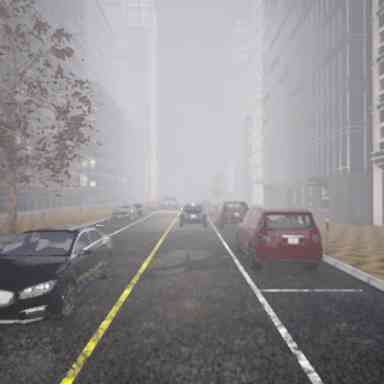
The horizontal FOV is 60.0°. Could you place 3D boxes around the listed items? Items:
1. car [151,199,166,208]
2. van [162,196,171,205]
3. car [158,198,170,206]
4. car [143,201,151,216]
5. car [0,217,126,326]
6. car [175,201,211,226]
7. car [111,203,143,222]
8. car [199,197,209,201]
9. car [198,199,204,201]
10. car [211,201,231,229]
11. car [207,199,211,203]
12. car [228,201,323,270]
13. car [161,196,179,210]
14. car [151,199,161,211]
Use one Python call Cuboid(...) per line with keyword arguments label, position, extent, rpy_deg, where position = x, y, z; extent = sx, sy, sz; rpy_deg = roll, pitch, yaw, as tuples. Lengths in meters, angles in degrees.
Cuboid(label="car", position=(-5.693, 1.958, 56.785), extent=(2.008, 1.369, 4.403), rpy_deg=(0, 0, 0))
Cuboid(label="van", position=(-5.694, 1.862, 73.863), extent=(1.690, 1.788, 3.998), rpy_deg=(0, 0, 0))
Cuboid(label="car", position=(-5.694, 2.028, 68.169), extent=(1.887, 1.381, 4.507), rpy_deg=(0, 0, 0))
Cuboid(label="car", position=(-5.691, 1.818, 34.017), extent=(1.947, 1.339, 4.313), rpy_deg=(0, 0, 0))
Cuboid(label="car", position=(-3.101, 1.549, 7.458), extent=(2.128, 1.511, 4.902), rpy_deg=(0, 0, 0))
Cuboid(label="car", position=(0.098, 1.689, 24.826), extent=(2.163, 1.488, 4.792), rpy_deg=(0, 0, 0))
Cuboid(label="car", position=(-5.690, 1.762, 28.324), extent=(2.008, 1.369, 4.403), rpy_deg=(0, 0, 0))
Cuboid(label="car", position=(2.687, 2.011, 62.465), extent=(1.947, 1.339, 4.313), rpy_deg=(0, 0, 0))
Cuboid(label="car", position=(0.095, 1.868, 41.608), extent=(1.994, 1.385, 4.181), rpy_deg=(0, 0, 0))
Cuboid(label="car", position=(2.692, 1.485, 22.623), extent=(2.192, 1.841, 5.009), rpy_deg=(0, 0, 0))
Cuboid(label="car", position=(2.690, 1.778, 34.175), extent=(1.752, 1.417, 4.829), rpy_deg=(0, 0, 0))
Cuboid(label="car", position=(2.693, 1.401, 11.239), extent=(2.192, 1.841, 5.009), rpy_deg=(0, 0, 0))
Cuboid(label="car", position=(-3.089, 1.573, 48.486), extent=(2.150, 2.045, 5.566), rpy_deg=(0, 0, 0))
Cuboid(label="car", position=(-5.692, 1.912, 45.399), extent=(1.802, 1.307, 4.206), rpy_deg=(0, 0, 0))
